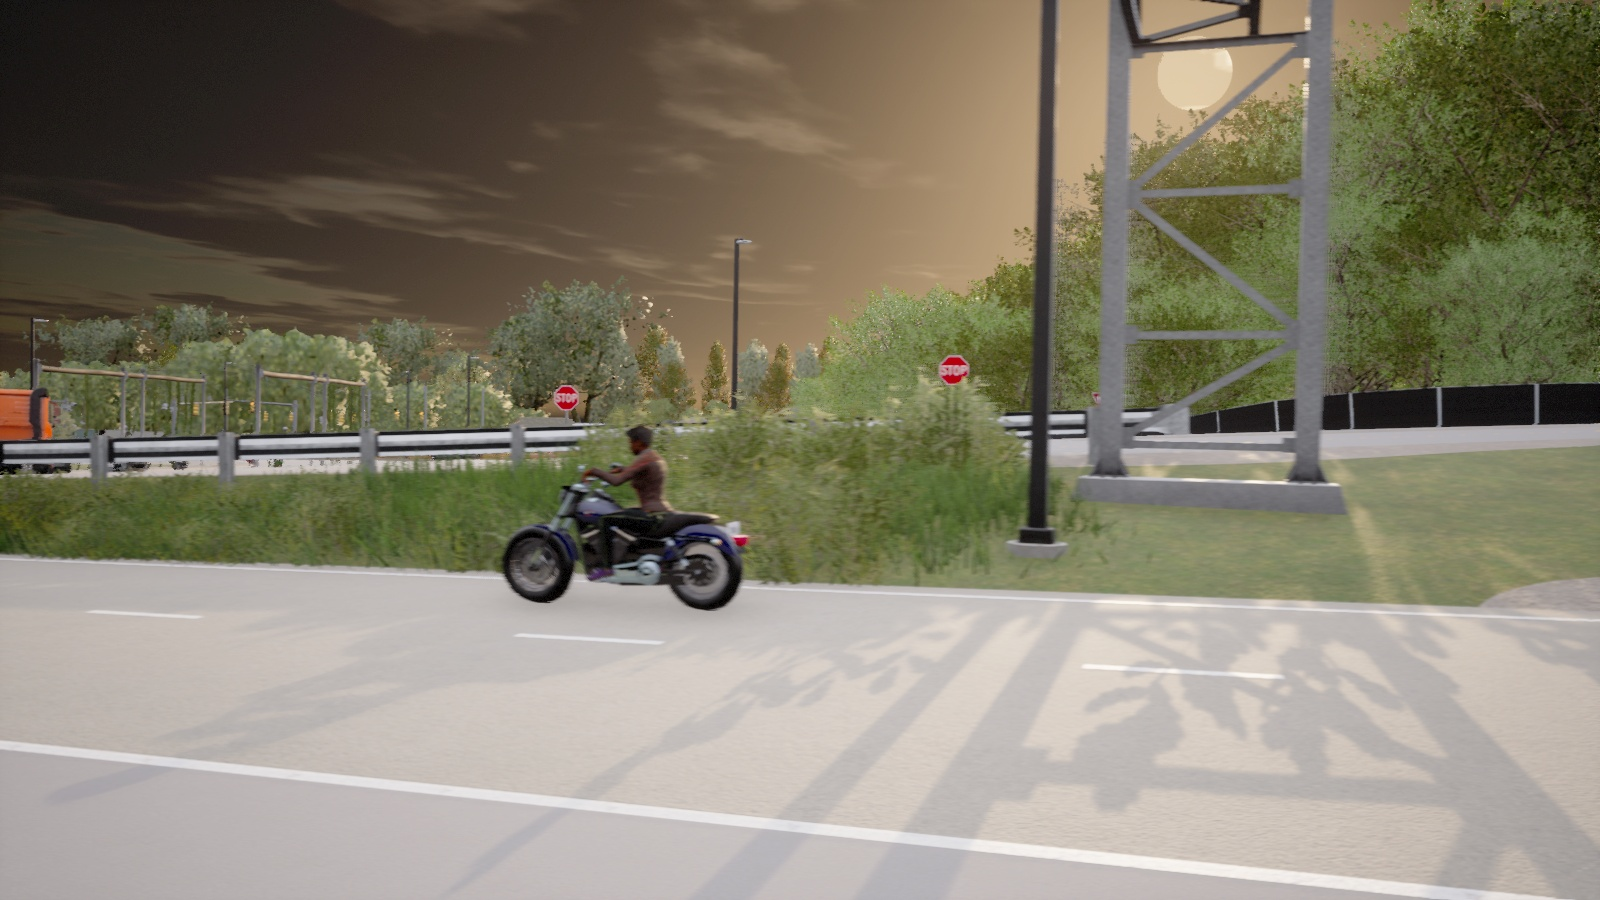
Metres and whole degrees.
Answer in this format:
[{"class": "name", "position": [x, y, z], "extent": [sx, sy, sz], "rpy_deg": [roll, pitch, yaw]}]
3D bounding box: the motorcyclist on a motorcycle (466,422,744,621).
[{"class": "motorcyclist on a motorcycle", "position": [-1.733, 0.580, 11.161], "extent": [2.350, 1.649, 0.766], "rpy_deg": [0, 1, 19]}]

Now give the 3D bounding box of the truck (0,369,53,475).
[{"class": "truck", "position": [-28.845, -0.884, 44.788], "extent": [2.891, 3.462, 7.936], "rpy_deg": [2, -2, -25]}]

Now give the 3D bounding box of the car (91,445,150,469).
[{"class": "car", "position": [-42.431, 0.434, 78.549], "extent": [1.970, 1.475, 3.806], "rpy_deg": [1, 0, -7]}]
